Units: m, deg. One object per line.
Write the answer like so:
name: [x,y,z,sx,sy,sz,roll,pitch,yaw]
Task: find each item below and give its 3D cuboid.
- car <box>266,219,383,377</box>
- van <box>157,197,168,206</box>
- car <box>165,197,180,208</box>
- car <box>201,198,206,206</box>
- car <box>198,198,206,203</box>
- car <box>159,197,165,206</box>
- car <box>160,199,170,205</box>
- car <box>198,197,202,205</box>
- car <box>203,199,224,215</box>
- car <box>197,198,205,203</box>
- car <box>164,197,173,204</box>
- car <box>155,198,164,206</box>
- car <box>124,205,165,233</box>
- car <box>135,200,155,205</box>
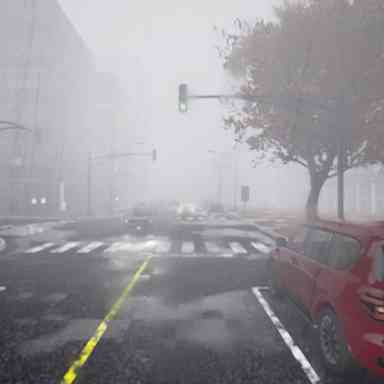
car: [2.683,1.358,5.576,2.192,1.841,5.009,0,0,0]
van: [-5.801,1.874,65.612,1.690,1.788,3.998,0,-1,0]
car: [-3.097,1.946,57.120,1.882,1.535,5.008,0,0,0]
car: [2.607,1.916,49.197,1.752,1.417,4.829,0,0,0]
car: [2.542,2.276,87.754,1.887,1.381,4.507,0,-1,0]
car: [-5.791,1.925,60.078,1.967,1.590,4.097,0,-1,0]
car: [-5.810,2.164,71.141,1.802,1.307,4.206,0,-1,0]
car: [2.580,2.115,65.623,1.802,1.307,4.206,0,-1,0]
car: [2.627,1.841,37.961,1.887,1.381,4.507,0,0,0]
car: [2.532,2.334,93.286,2.008,1.369,4.403,0,-1,0]
car: [-5.829,2.121,82.208,1.967,1.590,4.097,0,-1,0]
car: [-5.772,1.940,49.013,2.008,1.369,4.403,0,0,0]
car: [-3.037,1.765,21.199,1.895,1.301,4.718,0,0,0]
car: [-5.753,1.847,37.947,2.008,1.369,4.403,0,0,0]
